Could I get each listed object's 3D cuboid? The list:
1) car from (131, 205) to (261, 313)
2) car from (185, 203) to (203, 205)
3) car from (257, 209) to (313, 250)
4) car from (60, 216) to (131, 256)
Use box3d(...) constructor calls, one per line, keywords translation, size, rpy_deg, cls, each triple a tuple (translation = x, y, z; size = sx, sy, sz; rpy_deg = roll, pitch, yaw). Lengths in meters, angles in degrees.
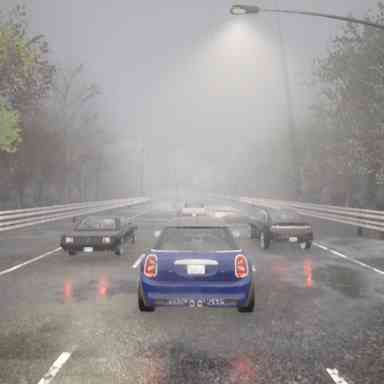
box3d(translation=(0.113, 1.348, 7.837), size=(2.097, 1.767, 4.553), rpy_deg=(0, 0, 1), cls="car")
box3d(translation=(0.171, 1.573, 29.111), size=(1.895, 1.301, 4.718), rpy_deg=(0, 0, 0), cls="car")
box3d(translation=(3.634, 1.482, 14.325), size=(2.128, 1.511, 4.902), rpy_deg=(0, 0, 0), cls="car")
box3d(translation=(-3.369, 1.592, 13.072), size=(1.895, 1.301, 4.718), rpy_deg=(0, 0, 0), cls="car")
